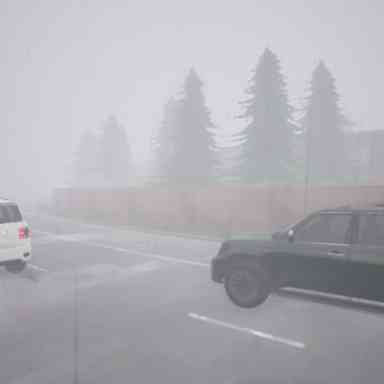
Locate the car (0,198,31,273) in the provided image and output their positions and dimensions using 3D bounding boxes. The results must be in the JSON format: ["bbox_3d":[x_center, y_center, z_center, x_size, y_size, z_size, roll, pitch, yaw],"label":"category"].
[{"bbox_3d":[-6.662,1.183,9.547,5.566,2.045,2.150,0,0,41],"label":"car"}]

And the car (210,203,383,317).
[{"bbox_3d":[3.030,1.226,6.182,5.566,2.045,2.150,0,0,36],"label":"car"}]
